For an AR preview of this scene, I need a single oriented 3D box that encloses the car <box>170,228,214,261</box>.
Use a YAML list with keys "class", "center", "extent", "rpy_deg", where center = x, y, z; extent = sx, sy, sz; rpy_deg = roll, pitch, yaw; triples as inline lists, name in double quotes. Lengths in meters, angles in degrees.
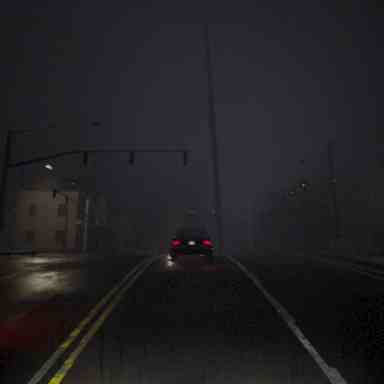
- class: "car"
  center: [-0.006, 2.374, 15.389]
  extent: [2.033, 1.411, 5.357]
  rpy_deg: [-1, -8, 0]
